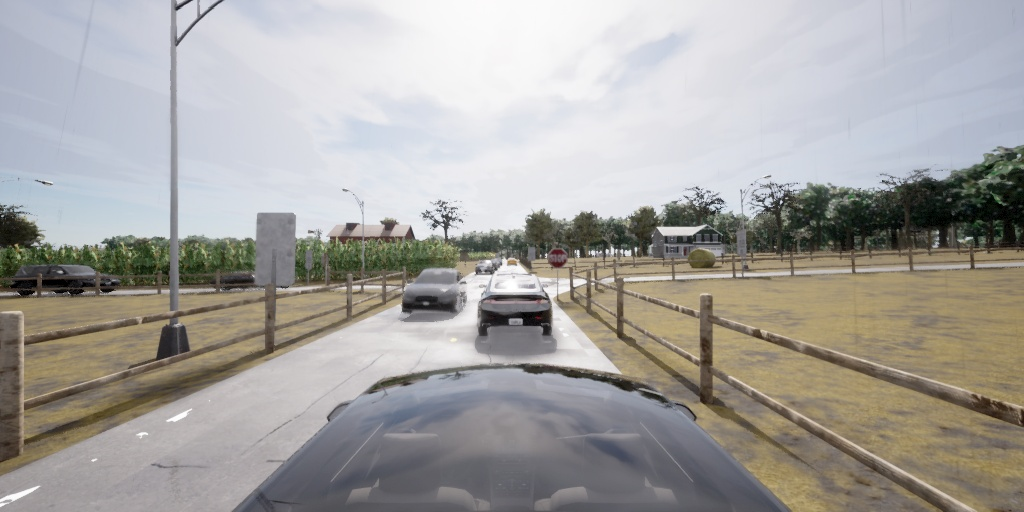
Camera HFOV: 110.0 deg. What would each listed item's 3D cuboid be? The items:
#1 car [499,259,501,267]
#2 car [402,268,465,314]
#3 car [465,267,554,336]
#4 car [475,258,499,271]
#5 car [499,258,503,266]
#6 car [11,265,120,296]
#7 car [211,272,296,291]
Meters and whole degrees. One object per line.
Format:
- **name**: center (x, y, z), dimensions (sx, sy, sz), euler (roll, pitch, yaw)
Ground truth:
- **car**: center (-2.917, 1.321, 49.172), dimensions (1.895, 1.301, 4.718), euler (0, 0, 0)
- **car**: center (-2.776, 1.258, 13.840), dimensions (1.837, 1.490, 4.892), euler (1, 0, -1)
- **car**: center (0.056, 1.245, 10.381), dimensions (2.128, 1.511, 4.902), euler (0, 0, -1)
- **car**: center (-2.951, 1.222, 39.978), dimensions (2.128, 1.511, 4.902), euler (0, 0, 1)
- **car**: center (-2.922, 1.235, 59.403), dimensions (1.812, 1.442, 4.674), euler (0, 0, 1)
- **car**: center (-30.400, 1.603, 24.538), dimensions (5.566, 2.045, 2.150), euler (-1, -2, 0)
- **car**: center (-17.540, 1.713, 24.551), dimensions (4.718, 1.301, 1.895), euler (-1, -2, 0)
